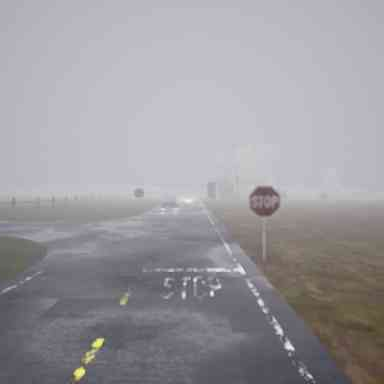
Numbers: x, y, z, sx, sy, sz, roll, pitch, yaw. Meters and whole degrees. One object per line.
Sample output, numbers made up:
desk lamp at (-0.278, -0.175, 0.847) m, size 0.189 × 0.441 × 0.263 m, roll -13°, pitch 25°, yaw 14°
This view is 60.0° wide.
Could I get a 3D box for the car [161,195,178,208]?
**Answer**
car at (-2.751, 1.149, 41.393) m, size 1.882 × 1.535 × 5.008 m, roll 0°, pitch 1°, yaw 0°
